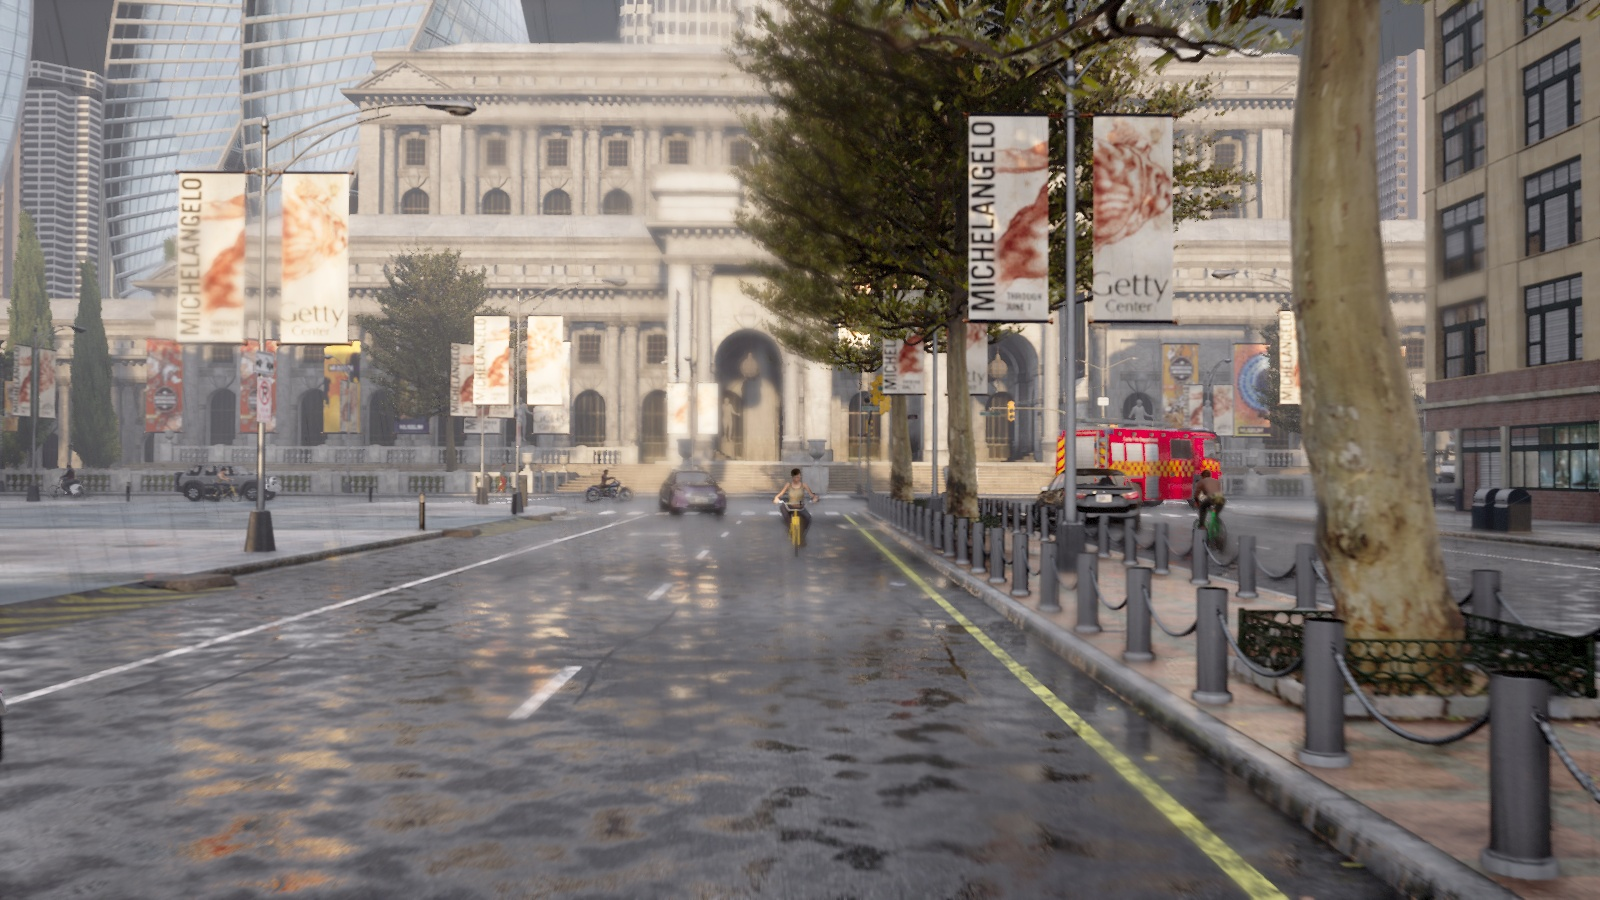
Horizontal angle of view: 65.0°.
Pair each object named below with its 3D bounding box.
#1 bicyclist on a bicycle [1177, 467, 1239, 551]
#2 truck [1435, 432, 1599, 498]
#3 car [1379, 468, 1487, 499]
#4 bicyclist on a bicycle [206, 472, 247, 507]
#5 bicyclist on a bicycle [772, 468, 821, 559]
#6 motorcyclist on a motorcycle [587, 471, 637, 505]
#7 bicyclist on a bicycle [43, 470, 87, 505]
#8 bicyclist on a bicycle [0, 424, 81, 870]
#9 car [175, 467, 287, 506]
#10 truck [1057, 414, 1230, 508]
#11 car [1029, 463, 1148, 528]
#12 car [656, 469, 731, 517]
[{"bbox_3d":[8.105,1.154,25.032,0.582,1.620,1.656,0,-1,-4],"label":"bicyclist on a bicycle"},{"bbox_3d":[39.249,0.819,68.268,7.936,3.462,2.891,0,-1,0],"label":"truck"},{"bbox_3d":[32.607,1.716,64.764,4.514,1.525,2.007,0,-1,0],"label":"car"},{"bbox_3d":[-26.412,1.825,57.848,1.509,1.612,0.866,0,-1,0],"label":"bicyclist on a bicycle"},{"bbox_3d":[-0.062,1.139,23.144,0.866,1.612,1.509,0,-1,0],"label":"bicyclist on a bicycle"},{"bbox_3d":[-9.174,1.828,61.329,2.350,1.649,0.766,0,-1,0],"label":"motorcyclist on a motorcycle"},{"bbox_3d":[-37.951,1.922,64.829,1.843,1.776,0.659,0,-1,0],"label":"bicyclist on a bicycle"},{"bbox_3d":[-3.512,0.777,4.627,0.659,1.776,1.843,0,-1,0],"label":"bicyclist on a bicycle"},{"bbox_3d":[-27.766,1.770,61.354,4.605,1.855,1.932,0,-1,0],"label":"car"},{"bbox_3d":[15.200,0.511,55.129,8.468,3.827,2.891,1,-1,-39],"label":"truck"},{"bbox_3d":[7.912,1.211,34.870,2.242,1.667,4.611,0,-1,0],"label":"car"},{"bbox_3d":[-3.938,1.526,45.720,2.033,1.649,4.856,0,-1,-13],"label":"car"}]
